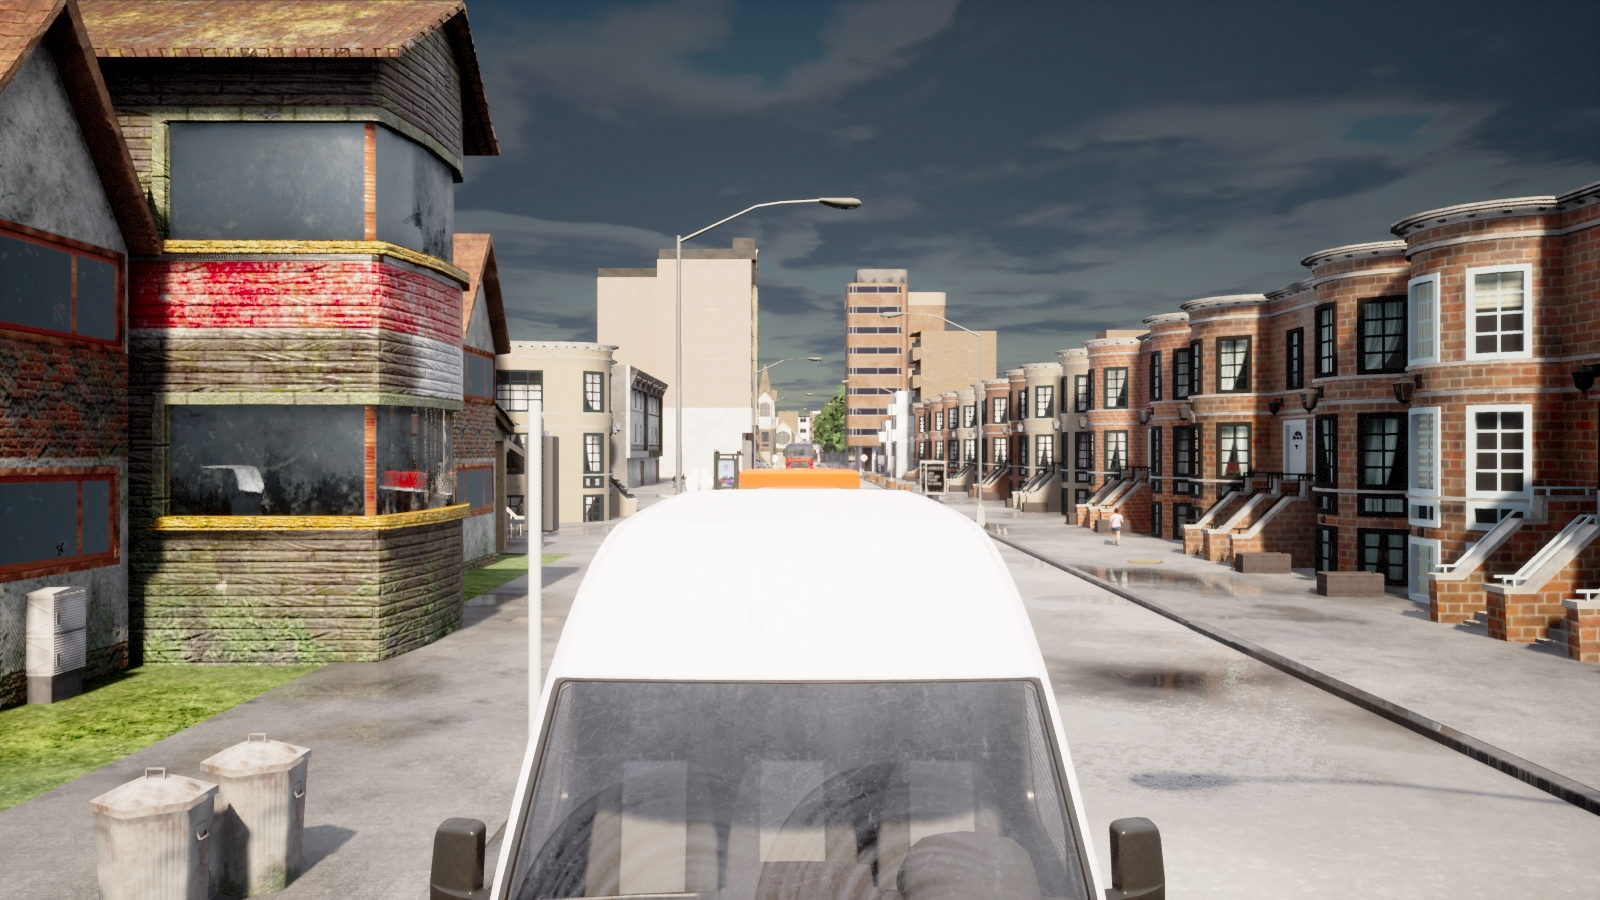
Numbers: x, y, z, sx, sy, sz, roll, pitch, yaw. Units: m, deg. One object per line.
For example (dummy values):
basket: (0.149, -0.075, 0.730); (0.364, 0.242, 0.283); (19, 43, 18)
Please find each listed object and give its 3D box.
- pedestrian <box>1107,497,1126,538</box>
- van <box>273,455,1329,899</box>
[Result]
pedestrian: (8.949, 1.903, 32.298); (0.500, 1.100, 0.500); (0, 0, 12)
van: (-0.003, 1.314, 5.110); (1.988, 2.561, 5.915); (0, 0, 0)
